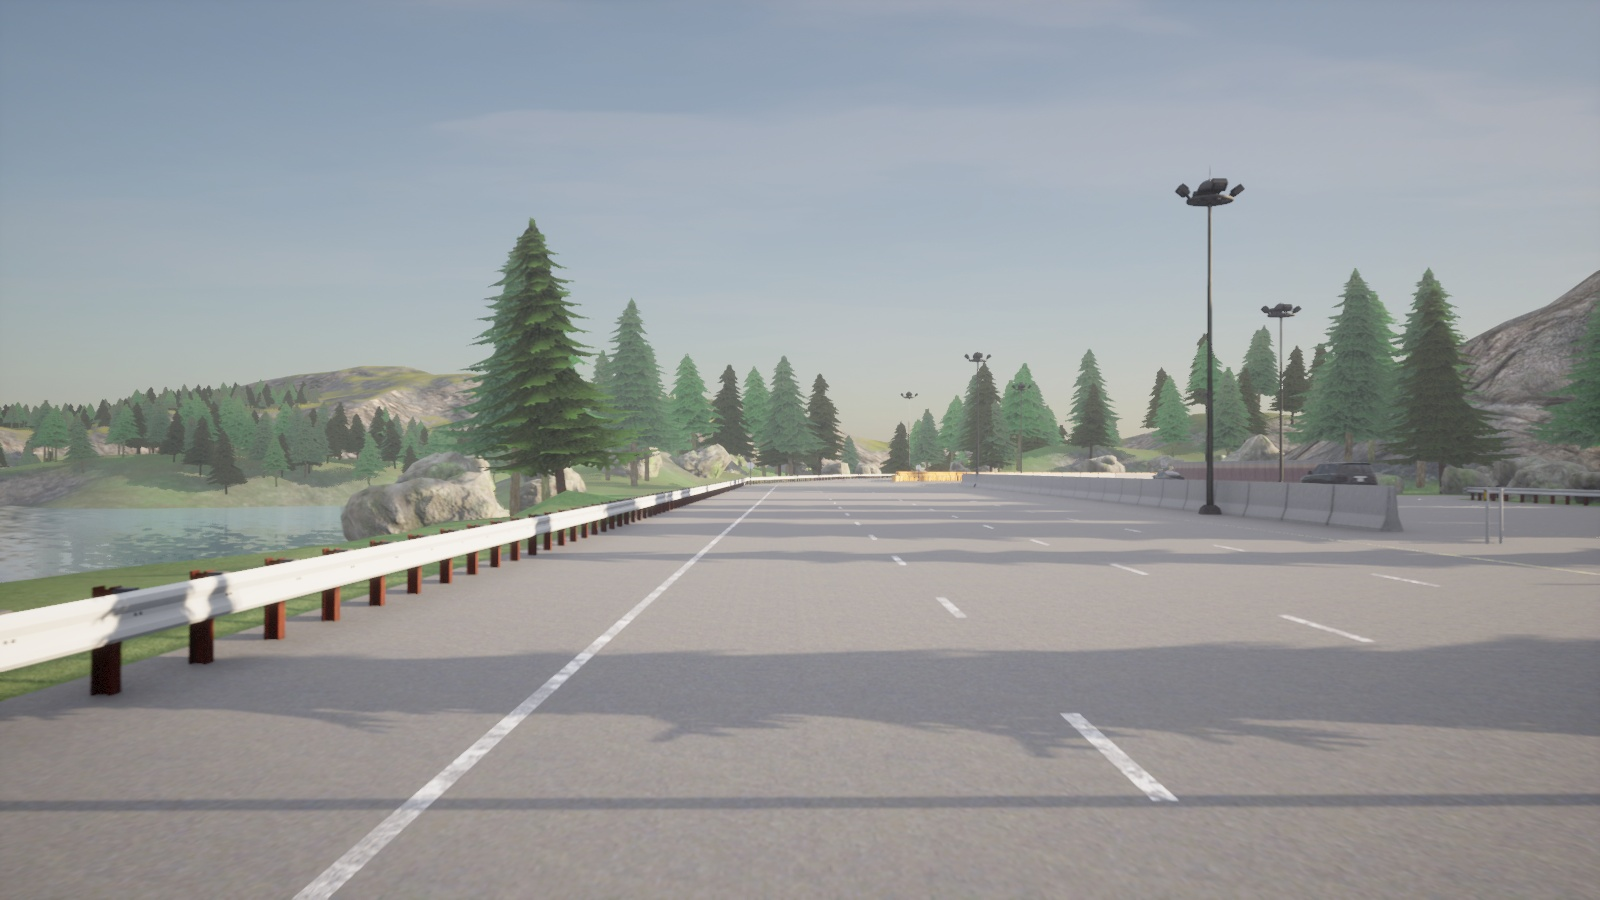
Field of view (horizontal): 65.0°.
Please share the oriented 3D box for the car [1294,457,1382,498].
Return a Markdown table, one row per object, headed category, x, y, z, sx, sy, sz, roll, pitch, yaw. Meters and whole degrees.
| category | x | y | z | sx | sy | sz | roll | pitch | yaw |
| --- | --- | --- | --- | --- | --- | --- | --- | --- | --- |
| car | 27.847 | 1.407 | 65.200 | 2.150 | 2.045 | 5.566 | 0 | -1 | 0 |
